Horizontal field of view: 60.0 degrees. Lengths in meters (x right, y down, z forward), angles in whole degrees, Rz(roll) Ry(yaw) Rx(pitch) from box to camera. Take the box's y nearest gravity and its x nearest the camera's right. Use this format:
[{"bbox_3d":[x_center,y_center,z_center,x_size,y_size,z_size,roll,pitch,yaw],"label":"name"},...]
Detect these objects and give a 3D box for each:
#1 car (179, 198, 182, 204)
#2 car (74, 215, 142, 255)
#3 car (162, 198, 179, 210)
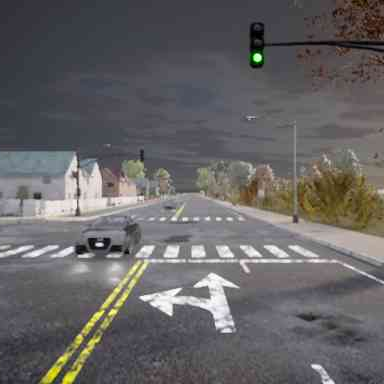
[{"bbox_3d":[-3.213,2.015,72.934,1.895,1.301,4.718,0,0,0],"label":"car"},{"bbox_3d":[-3.245,1.659,13.603,1.994,1.385,4.181,0,0,0],"label":"car"},{"bbox_3d":[-3.226,1.852,47.778,1.837,1.490,4.892,0,1,0],"label":"car"}]
